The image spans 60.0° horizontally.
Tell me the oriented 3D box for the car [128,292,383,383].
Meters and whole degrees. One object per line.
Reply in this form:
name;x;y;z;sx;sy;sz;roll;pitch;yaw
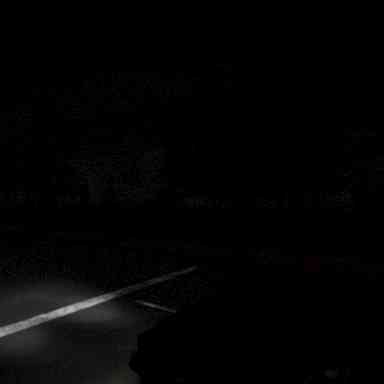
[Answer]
car;1.697;1.601;2.759;4.718;1.301;1.895;0;0;36
